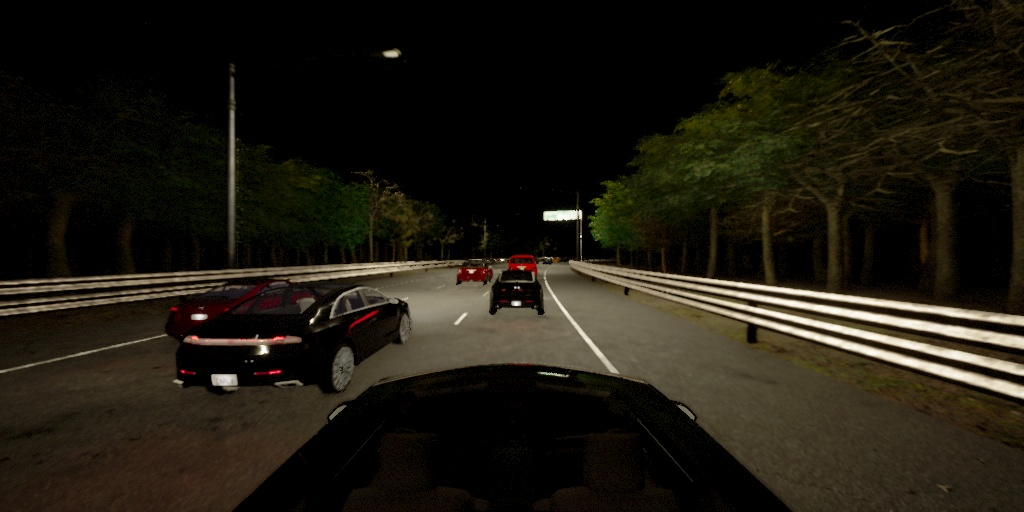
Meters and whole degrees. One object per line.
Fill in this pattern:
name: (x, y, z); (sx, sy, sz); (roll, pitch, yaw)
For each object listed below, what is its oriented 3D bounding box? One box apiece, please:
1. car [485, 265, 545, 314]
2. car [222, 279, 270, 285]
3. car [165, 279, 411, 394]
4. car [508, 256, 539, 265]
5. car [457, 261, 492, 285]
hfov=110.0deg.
car: (0.213, 1.265, 13.834); (1.837, 1.490, 4.892); (0, 0, 2)
car: (-6.787, 1.306, 9.836); (1.994, 1.385, 4.181); (0, 0, 1)
car: (-3.340, 1.239, 6.631); (2.128, 1.511, 4.902); (0, 0, 1)
car: (0.837, 0.988, 27.048); (2.150, 2.045, 5.566); (0, 0, 4)
car: (-2.599, 1.110, 26.180); (2.097, 1.767, 4.553); (0, 0, 3)
